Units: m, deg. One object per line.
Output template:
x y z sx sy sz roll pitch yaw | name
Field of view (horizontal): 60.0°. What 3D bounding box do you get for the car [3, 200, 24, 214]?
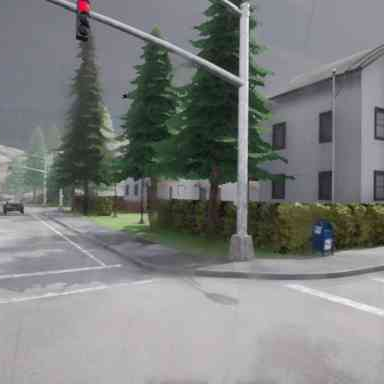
-20.243 1.683 37.776 1.837 1.490 4.892 1 -1 -31 | car
